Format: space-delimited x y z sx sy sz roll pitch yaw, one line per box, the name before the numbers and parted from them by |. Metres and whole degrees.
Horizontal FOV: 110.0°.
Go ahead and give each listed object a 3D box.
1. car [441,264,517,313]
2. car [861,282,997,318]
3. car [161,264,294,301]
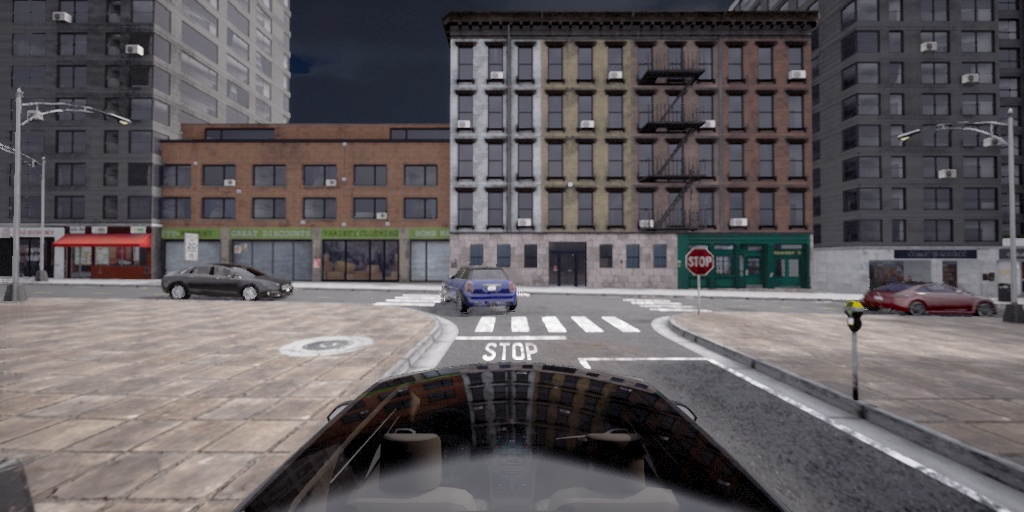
car | -1.463 1.164 14.639 2.097 1.767 4.553 1 0 -20
car | 17.602 1.809 15.261 4.181 1.385 1.994 1 -1 0
car | -11.994 1.108 15.304 4.892 1.490 1.837 2 -1 0
